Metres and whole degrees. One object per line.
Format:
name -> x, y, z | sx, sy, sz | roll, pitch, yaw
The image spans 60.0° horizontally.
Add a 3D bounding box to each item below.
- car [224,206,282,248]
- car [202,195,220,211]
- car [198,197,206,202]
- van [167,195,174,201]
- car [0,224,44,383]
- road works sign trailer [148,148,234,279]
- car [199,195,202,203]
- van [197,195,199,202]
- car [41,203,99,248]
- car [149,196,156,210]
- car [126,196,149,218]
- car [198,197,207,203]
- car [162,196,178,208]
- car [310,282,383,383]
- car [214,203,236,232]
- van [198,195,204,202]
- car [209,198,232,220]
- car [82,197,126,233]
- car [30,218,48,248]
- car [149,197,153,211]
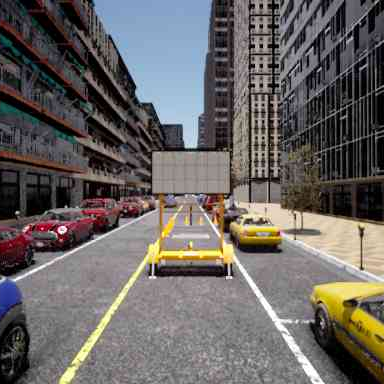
car -> 2.643, 1.548, 14.729 | 1.752, 1.417, 4.829 | 0, 0, 0
car -> 2.562, 1.390, 37.214 | 2.192, 1.841, 5.009 | 0, 0, 0
car -> 2.396, 1.849, 82.517 | 1.802, 1.307, 4.206 | 0, 0, 0
van -> -6.025, 1.671, 93.816 | 1.690, 1.788, 3.998 | 0, 0, 0
car -> -3.109, 1.355, 2.303 | 2.097, 1.767, 4.553 | 0, 0, 0
road works sign trailer -> -0.029, 0.479, 10.084 | 2.380, 3.560, 2.880 | 0, 0, 0
car -> 2.521, 1.427, 48.539 | 2.192, 1.841, 5.009 | 0, 0, 0
van -> 2.438, 1.552, 71.193 | 1.690, 1.788, 3.998 | 0, 0, 0
car -> -5.736, 1.463, 14.529 | 1.967, 1.590, 4.097 | 0, 0, 0
car -> -5.838, 1.408, 42.847 | 2.192, 1.841, 5.009 | 0, 0, 0
car -> -5.797, 1.375, 31.519 | 2.192, 1.841, 5.009 | 0, 0, 0
car -> 2.417, 1.821, 76.856 | 1.802, 1.307, 4.206 | 0, 0, 0
car -> -3.178, 1.679, 49.373 | 1.994, 1.385, 4.181 | 0, 0, 0
car -> 2.684, 1.529, 3.404 | 1.752, 1.417, 4.829 | 0, 0, 0
car -> 2.623, 1.600, 20.223 | 1.947, 1.339, 4.313 | 0, 0, 0
van -> 2.375, 1.638, 88.182 | 1.690, 1.788, 3.998 | 0, 0, 0
car -> 2.603, 1.487, 25.886 | 1.967, 1.590, 4.097 | 0, 0, 0
car -> -5.755, 1.350, 20.193 | 2.192, 1.841, 5.009 | 0, 0, 0
car -> -5.716, 1.594, 8.866 | 1.802, 1.307, 4.206 | 0, 0, 0
car -> -5.818, 1.600, 37.013 | 1.752, 1.417, 4.829 | 0, 0, 0
